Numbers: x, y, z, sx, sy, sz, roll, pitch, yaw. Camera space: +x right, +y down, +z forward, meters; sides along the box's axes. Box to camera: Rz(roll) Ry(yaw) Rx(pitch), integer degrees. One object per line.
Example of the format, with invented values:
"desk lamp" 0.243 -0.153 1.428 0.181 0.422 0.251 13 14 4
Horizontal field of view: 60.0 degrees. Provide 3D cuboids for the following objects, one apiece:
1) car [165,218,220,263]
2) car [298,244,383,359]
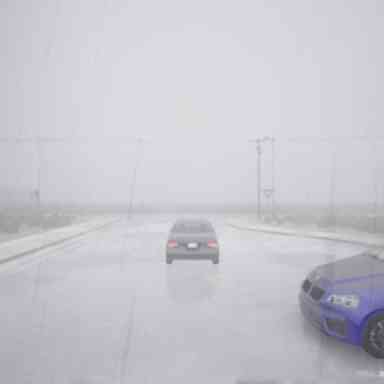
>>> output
"car" 0.017 1.679 12.527 2.033 1.411 5.357 0 -1 0
"car" 4.221 1.540 5.618 4.611 1.667 2.242 0 -1 1
